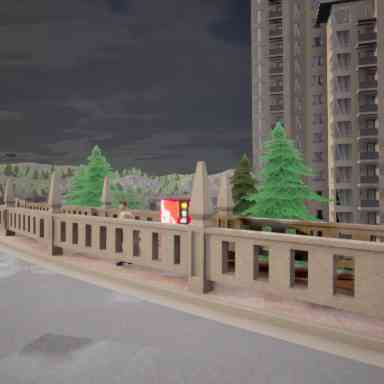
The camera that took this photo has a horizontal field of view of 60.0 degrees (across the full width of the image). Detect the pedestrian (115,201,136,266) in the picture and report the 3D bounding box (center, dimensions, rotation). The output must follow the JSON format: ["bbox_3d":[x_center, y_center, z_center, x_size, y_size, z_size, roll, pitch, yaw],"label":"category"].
[{"bbox_3d":[-1.899,1.135,9.304,0.375,1.860,0.375,-1,-1,41],"label":"pedestrian"}]

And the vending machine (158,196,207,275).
[{"bbox_3d":[-0.263,1.188,9.718,0.880,2.100,1.100,-1,0,40],"label":"vending machine"}]
